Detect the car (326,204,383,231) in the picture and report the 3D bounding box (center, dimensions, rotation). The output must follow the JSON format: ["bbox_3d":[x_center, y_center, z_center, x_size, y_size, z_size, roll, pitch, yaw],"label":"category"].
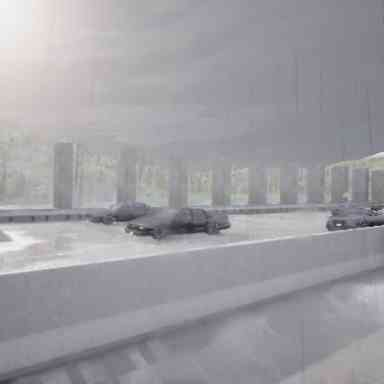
[{"bbox_3d":[9.563,1.585,18.987,4.181,1.385,1.994,0,0,-34],"label":"car"}]

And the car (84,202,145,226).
[{"bbox_3d":[-4.319,1.408,22.285,5.357,1.411,2.033,0,0,-34],"label":"car"}]

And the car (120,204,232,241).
[{"bbox_3d":[-0.513,1.472,16.411,5.357,1.411,2.033,0,0,-34],"label":"car"}]

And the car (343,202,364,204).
[{"bbox_3d":[14.853,1.594,30.805,4.181,1.385,1.994,1,0,-33],"label":"car"}]
